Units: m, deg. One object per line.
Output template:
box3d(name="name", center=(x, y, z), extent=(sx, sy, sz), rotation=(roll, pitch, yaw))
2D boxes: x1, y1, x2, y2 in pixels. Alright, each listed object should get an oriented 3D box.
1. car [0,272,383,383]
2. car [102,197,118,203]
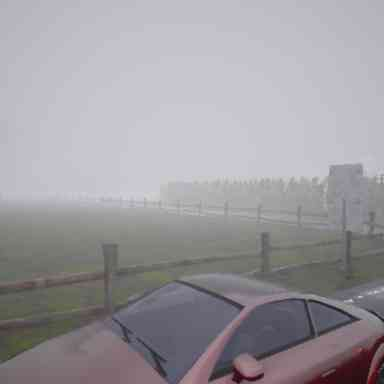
box3d(name="car", center=(0.202, 1.580, 3.188), extent=(4.181, 1.385, 1.994), rotation=(1, 0, -35))
box3d(name="car", center=(-15.826, 1.508, 63.383), extent=(1.895, 1.301, 4.718), rotation=(1, -1, -35))
